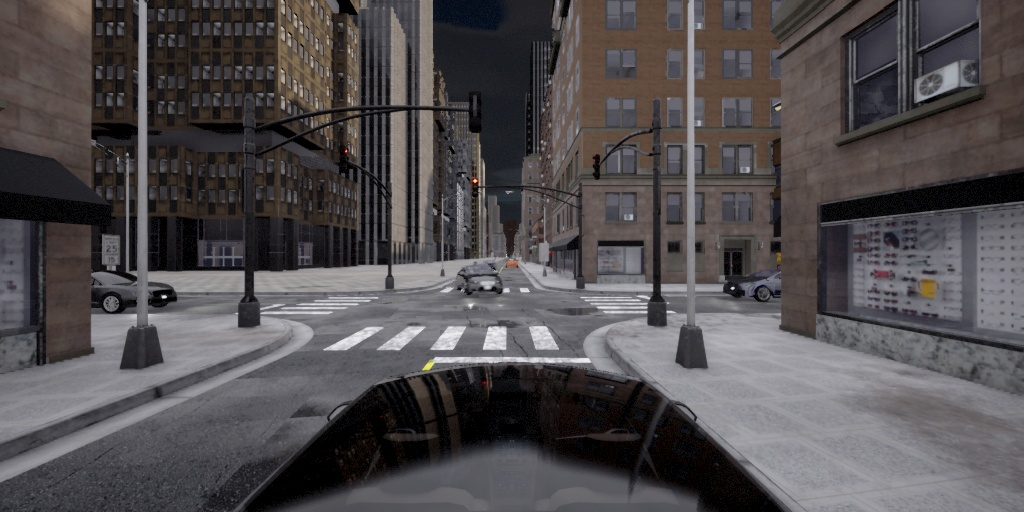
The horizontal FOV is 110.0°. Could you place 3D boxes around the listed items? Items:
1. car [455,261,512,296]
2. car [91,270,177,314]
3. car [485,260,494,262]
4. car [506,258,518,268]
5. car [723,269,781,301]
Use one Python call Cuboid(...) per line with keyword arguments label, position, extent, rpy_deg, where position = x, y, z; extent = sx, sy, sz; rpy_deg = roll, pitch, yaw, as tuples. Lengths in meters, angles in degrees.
Cuboid(label="car", position=(-1.901, 1.244, 19.547), extent=(2.128, 1.511, 4.902), rpy_deg=(0, 0, -18))
Cuboid(label="car", position=(-15.259, 1.259, 13.210), extent=(4.892, 1.490, 1.837), rpy_deg=(0, 0, -1))
Cuboid(label="car", position=(-3.167, 1.244, 35.334), extent=(2.128, 1.511, 4.902), rpy_deg=(0, 0, 0))
Cuboid(label="car", position=(-0.025, 1.103, 61.640), extent=(2.097, 1.767, 4.553), rpy_deg=(0, 0, 0))
Cuboid(label="car", position=(12.220, 1.314, 16.648), extent=(4.181, 1.385, 1.994), rpy_deg=(0, 0, -1))
